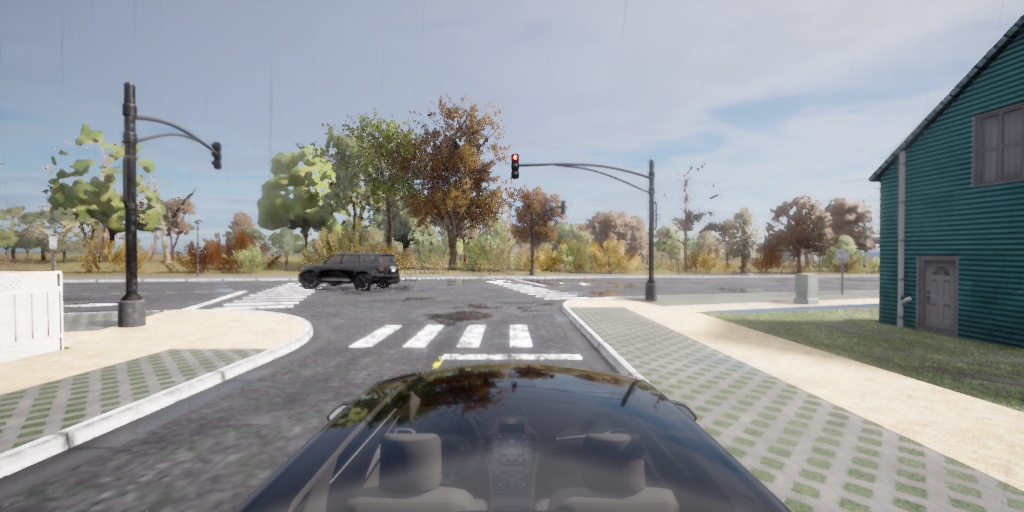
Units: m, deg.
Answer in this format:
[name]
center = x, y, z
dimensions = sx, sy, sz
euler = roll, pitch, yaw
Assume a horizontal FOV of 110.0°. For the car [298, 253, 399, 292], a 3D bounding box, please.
[car]
center = -9.164, 0.836, 20.283
dimensions = 5.566, 2.045, 2.150
euler = 1, -1, 12
